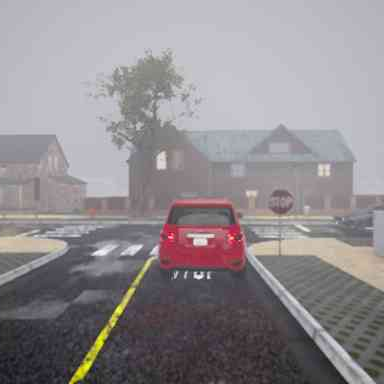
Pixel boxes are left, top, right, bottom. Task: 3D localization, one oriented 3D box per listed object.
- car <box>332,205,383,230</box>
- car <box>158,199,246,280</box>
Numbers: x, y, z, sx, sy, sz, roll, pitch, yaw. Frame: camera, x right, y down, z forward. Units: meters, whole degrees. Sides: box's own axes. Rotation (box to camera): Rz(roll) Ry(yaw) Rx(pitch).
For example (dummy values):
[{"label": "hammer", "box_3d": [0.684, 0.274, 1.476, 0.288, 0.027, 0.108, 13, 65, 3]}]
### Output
[{"label": "car", "box_3d": [11.389, 1.474, 20.034, 5.357, 1.411, 2.033, 0, 1, 1]}, {"label": "car", "box_3d": [0.408, 1.204, 10.138, 2.150, 2.045, 5.566, 0, 0, 5]}]
